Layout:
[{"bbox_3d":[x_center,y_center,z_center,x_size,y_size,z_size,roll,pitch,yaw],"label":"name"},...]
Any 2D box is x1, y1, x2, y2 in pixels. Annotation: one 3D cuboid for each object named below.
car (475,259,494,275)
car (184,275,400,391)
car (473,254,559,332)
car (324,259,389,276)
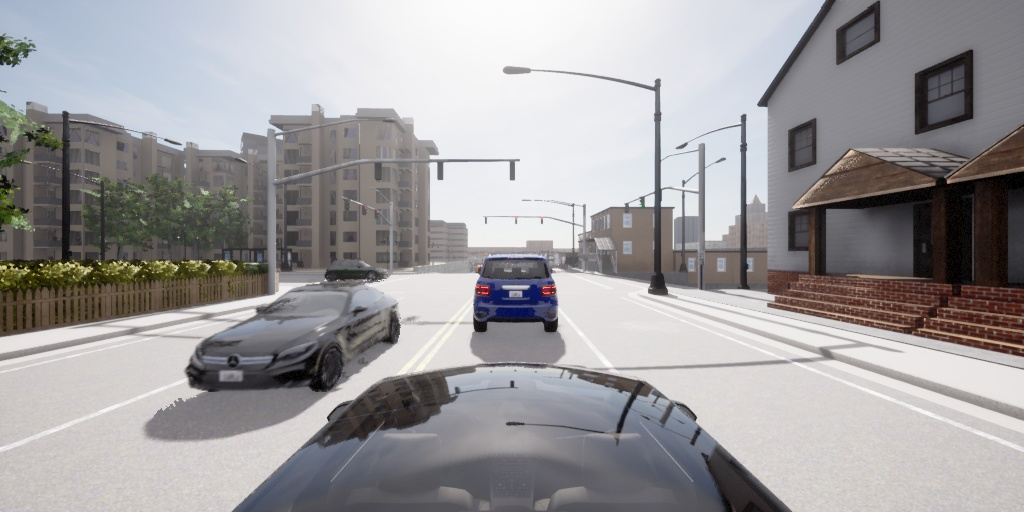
[{"bbox_3d":[-3.552,1.506,46.980,2.097,1.767,4.553,1,-5,0],"label":"car"},{"bbox_3d":[-3.574,1.276,6.909,1.812,1.442,4.674,0,0,0],"label":"car"},{"bbox_3d":[0.102,0.971,10.959,2.150,2.045,5.566,0,0,0],"label":"car"},{"bbox_3d":[-12.124,1.102,28.221,4.553,1.767,2.097,0,0,-3],"label":"car"}]
